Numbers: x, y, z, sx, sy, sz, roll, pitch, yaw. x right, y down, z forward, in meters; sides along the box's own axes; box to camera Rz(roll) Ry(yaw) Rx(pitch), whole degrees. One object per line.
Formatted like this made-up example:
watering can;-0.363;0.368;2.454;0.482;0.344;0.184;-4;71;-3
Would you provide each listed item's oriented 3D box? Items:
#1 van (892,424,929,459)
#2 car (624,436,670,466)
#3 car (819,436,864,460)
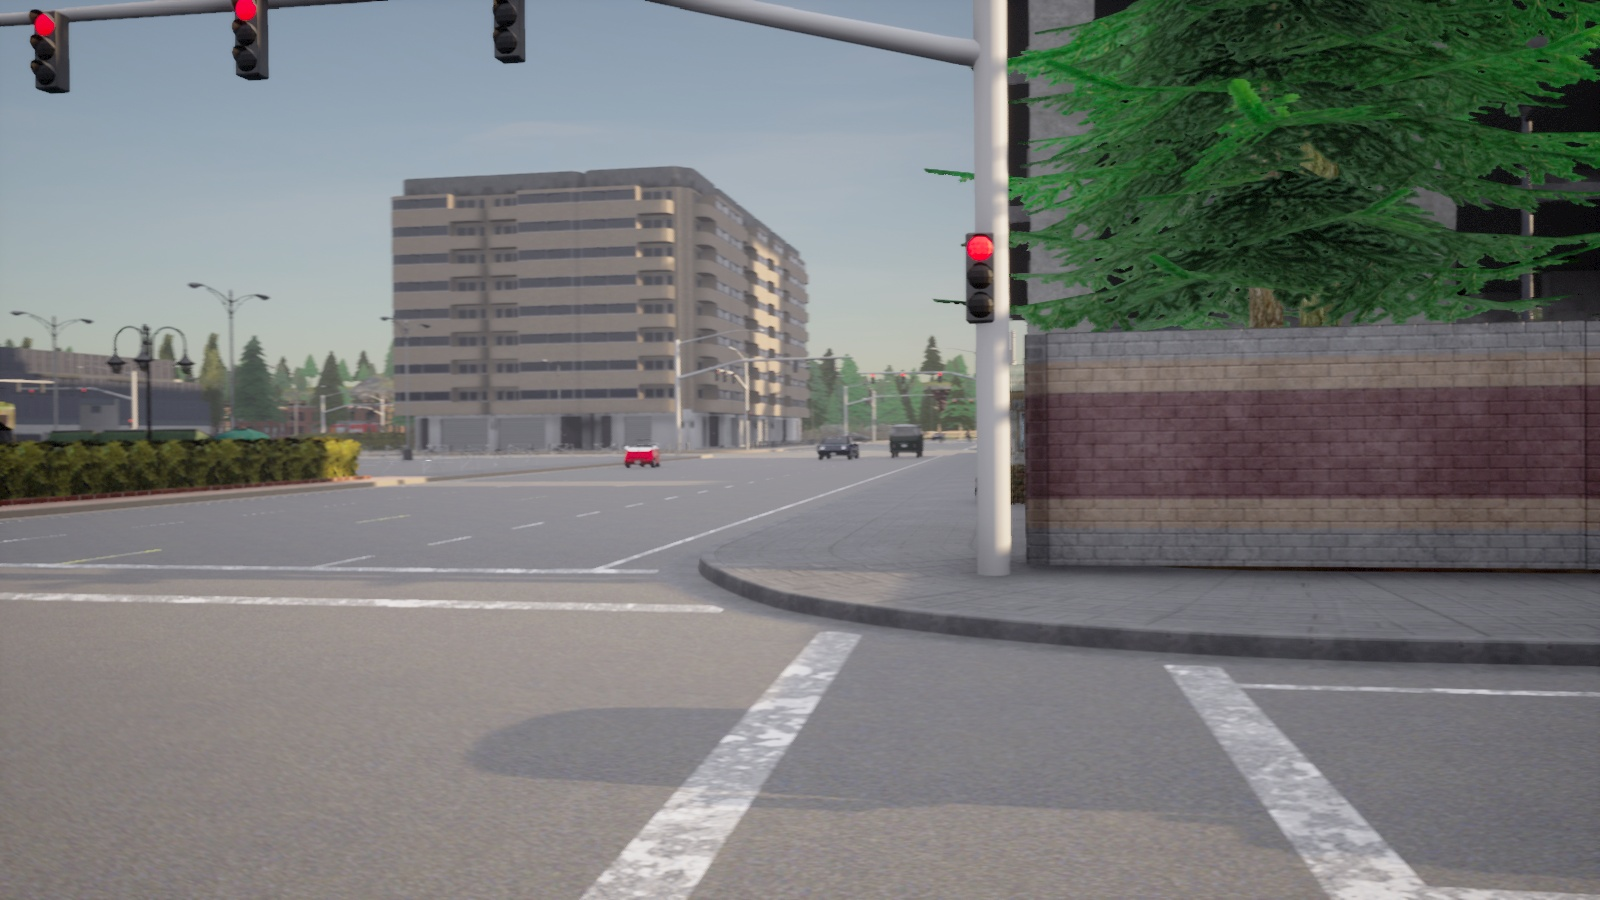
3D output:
van;6.559;-0.521;74.272;1.775;1.987;4.442;0;1;10
car;-7.031;0.040;57.824;1.481;1.376;2.207;0;0;10
car;2.393;-0.116;70.842;1.895;1.301;4.718;0;1;10
